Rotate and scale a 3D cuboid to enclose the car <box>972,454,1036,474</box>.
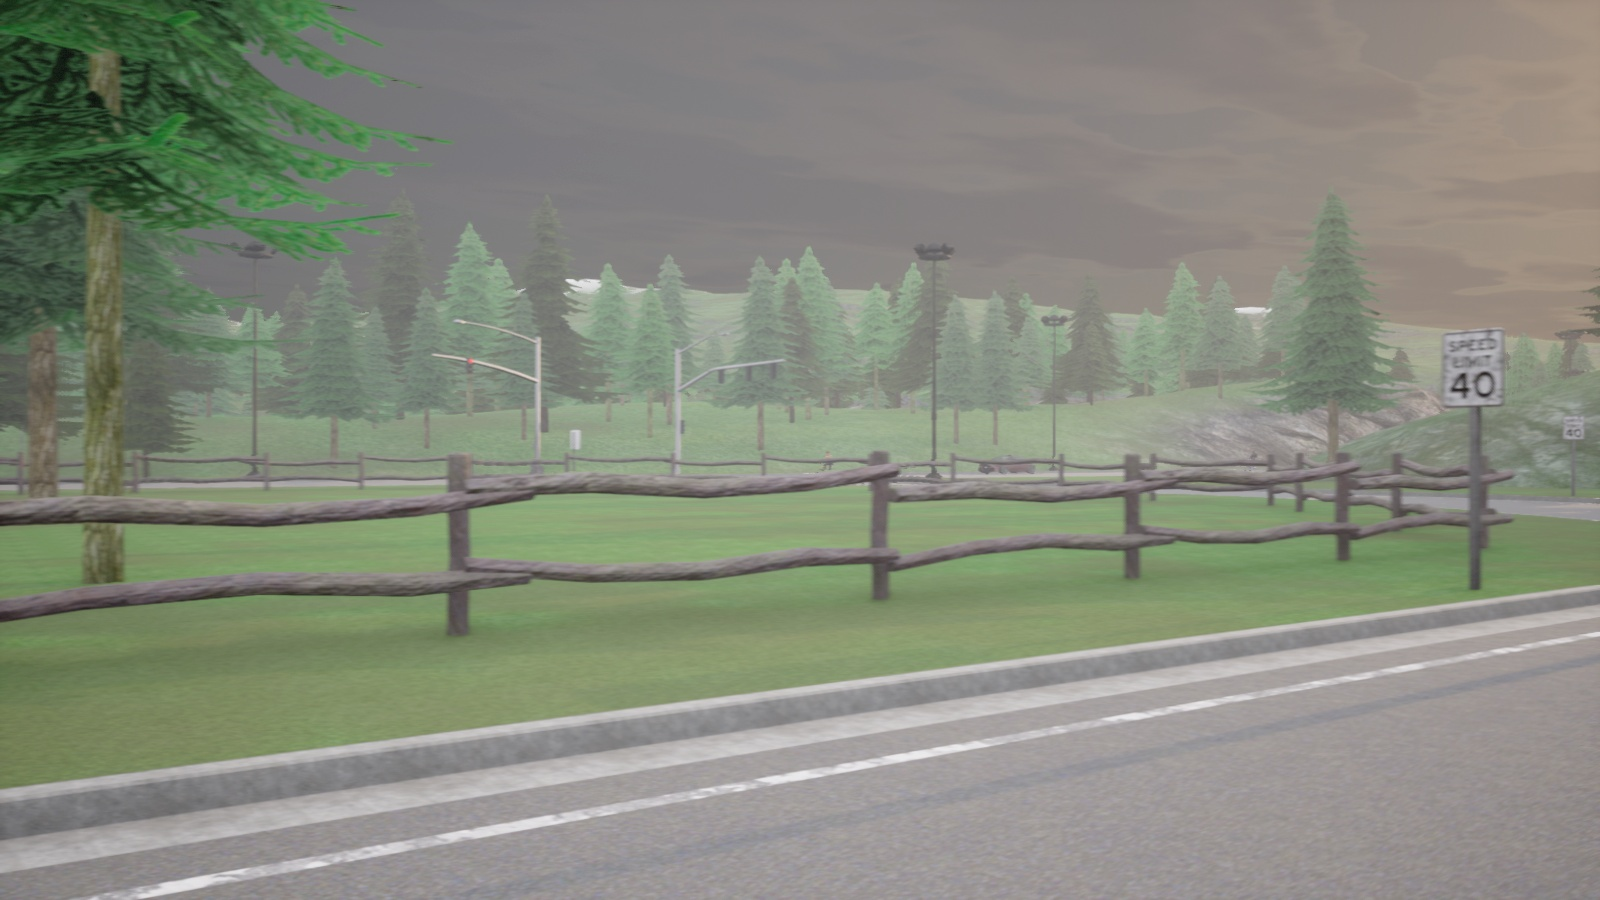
[{"bbox_3d":[14.210,0.956,87.585,4.181,1.385,1.994,0,0,-35],"label":"car"}]
